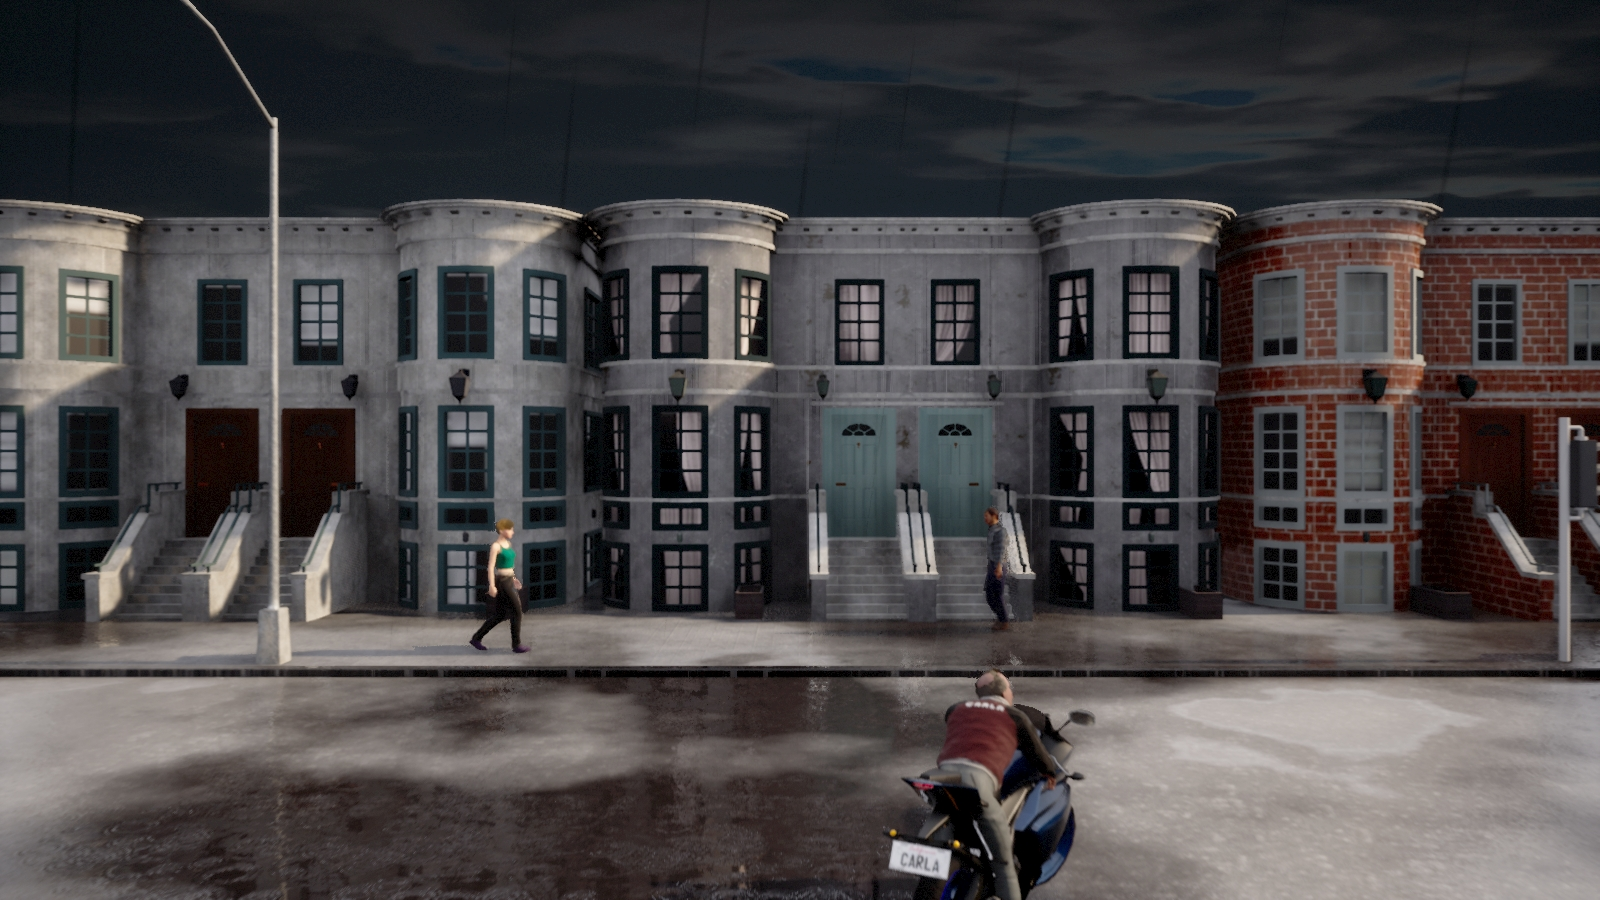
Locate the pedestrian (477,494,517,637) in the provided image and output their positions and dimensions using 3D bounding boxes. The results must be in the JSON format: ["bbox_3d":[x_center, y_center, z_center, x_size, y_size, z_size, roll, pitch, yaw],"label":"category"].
[{"bbox_3d":[-4.024,1.524,15.183,0.375,1.860,0.375,0,0,11],"label":"pedestrian"}]

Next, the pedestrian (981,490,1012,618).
[{"bbox_3d":[2.906,1.524,16.899,0.375,1.860,0.375,0,0,-3],"label":"pedestrian"}]
